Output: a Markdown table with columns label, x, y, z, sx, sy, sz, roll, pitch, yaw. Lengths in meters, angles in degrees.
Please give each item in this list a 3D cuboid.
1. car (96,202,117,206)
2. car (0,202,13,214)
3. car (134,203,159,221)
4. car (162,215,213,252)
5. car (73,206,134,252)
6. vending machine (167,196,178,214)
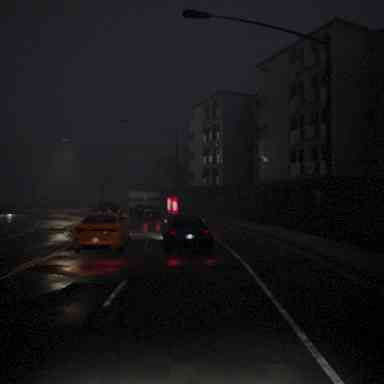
| label | x | y | z | sx | sy | sz | roll | pitch | yaw |
| --- | --- | --- | --- | --- | --- | --- | --- | --- | --- |
| car | -7.631 | 1.627 | 29.223 | 2.097 | 1.767 | 4.553 | 0 | -1 | -23 |
| car | -23.369 | 1.925 | 39.960 | 5.357 | 1.411 | 2.033 | -1 | -1 | 43 |
| car | -4.504 | 1.785 | 30.789 | 2.128 | 1.511 | 4.902 | 0 | 0 | -24 |
| car | -0.299 | 1.705 | 14.787 | 1.994 | 1.385 | 4.181 | 0 | 0 | -6 |
| car | -3.805 | 1.617 | 14.627 | 1.882 | 1.535 | 5.008 | 0 | 0 | -6 |
| vending machine | -2.302 | 1.569 | 39.434 | 1.100 | 2.100 | 0.880 | 0 | -1 | -30 |
